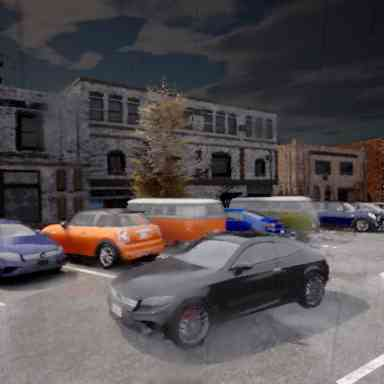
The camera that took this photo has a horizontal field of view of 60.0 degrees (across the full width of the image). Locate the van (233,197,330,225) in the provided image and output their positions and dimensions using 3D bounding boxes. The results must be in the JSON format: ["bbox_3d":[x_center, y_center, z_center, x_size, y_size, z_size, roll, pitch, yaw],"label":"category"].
[{"bbox_3d":[4.056,1.243,16.324,4.442,1.987,1.878,-1,-1,35],"label":"van"}]

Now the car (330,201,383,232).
[{"bbox_3d":[8.720,1.346,19.803,4.553,1.767,2.185,-1,-1,35],"label":"car"}]

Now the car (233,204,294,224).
[{"bbox_3d":[1.571,1.472,14.679,5.008,1.535,2.097,-1,0,35],"label":"car"}]

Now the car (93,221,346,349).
[{"bbox_3d":[0.770,1.518,6.365,4.674,1.442,1.812,0,0,-35],"label":"car"}]

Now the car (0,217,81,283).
[{"bbox_3d":[-5.606,1.524,9.593,4.674,1.452,2.002,-1,-1,35],"label":"car"}]

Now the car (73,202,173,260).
[{"bbox_3d":[-3.193,1.352,11.269,4.553,1.767,2.185,-1,0,35],"label":"car"}]

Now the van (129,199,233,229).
[{"bbox_3d":[-0.924,1.251,13.051,4.442,1.987,1.878,-1,0,35],"label":"van"}]
